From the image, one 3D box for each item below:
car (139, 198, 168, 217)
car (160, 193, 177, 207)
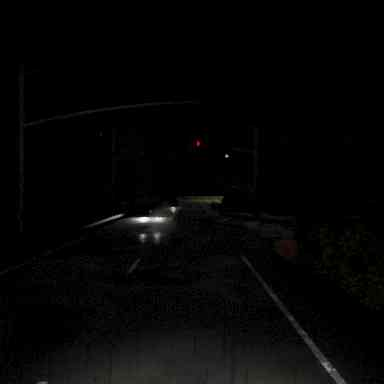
[{"bbox_3d":[-3.573,1.506,30.484,1.994,1.385,4.181,0,0,0],"label":"car"},{"bbox_3d":[-3.532,1.127,50.942,2.150,2.045,5.566,0,0,1],"label":"car"}]
